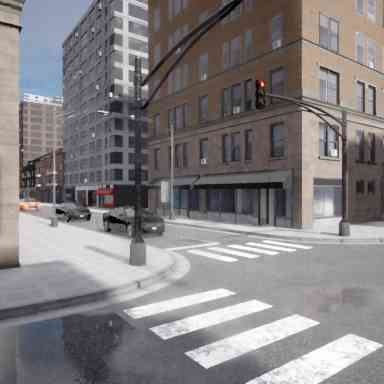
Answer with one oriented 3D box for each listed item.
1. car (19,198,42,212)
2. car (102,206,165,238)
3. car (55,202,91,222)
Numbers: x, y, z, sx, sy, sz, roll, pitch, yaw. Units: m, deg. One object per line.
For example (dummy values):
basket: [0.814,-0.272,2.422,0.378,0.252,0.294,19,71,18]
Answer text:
car: [-20.619,1.552,42.337,2.097,1.767,4.553,0,0,-36]
car: [-3.354,1.546,18.566,1.882,1.535,5.008,0,0,-36]
car: [-9.931,1.596,27.590,1.882,1.535,5.008,0,0,-36]
